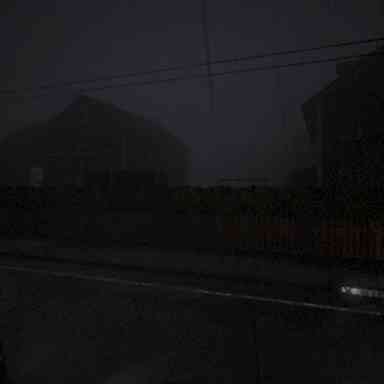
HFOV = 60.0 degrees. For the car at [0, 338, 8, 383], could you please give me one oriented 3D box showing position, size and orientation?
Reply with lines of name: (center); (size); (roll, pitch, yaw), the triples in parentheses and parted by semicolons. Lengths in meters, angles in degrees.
car: (-4.029, 1.431, 3.135); (5.008, 1.535, 1.882); (1, 1, 22)
